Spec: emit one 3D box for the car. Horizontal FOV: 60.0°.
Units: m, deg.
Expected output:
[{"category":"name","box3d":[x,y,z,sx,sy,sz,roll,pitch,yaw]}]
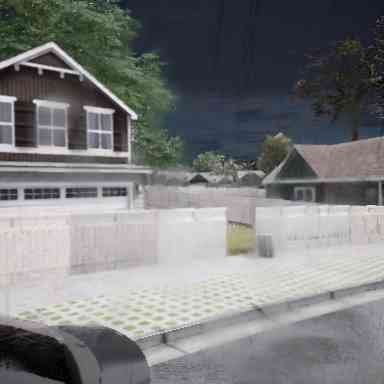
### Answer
[{"category":"car","box3d":[-2.393,1.482,1.162,4.892,1.490,1.837,0,0,-36]}]
